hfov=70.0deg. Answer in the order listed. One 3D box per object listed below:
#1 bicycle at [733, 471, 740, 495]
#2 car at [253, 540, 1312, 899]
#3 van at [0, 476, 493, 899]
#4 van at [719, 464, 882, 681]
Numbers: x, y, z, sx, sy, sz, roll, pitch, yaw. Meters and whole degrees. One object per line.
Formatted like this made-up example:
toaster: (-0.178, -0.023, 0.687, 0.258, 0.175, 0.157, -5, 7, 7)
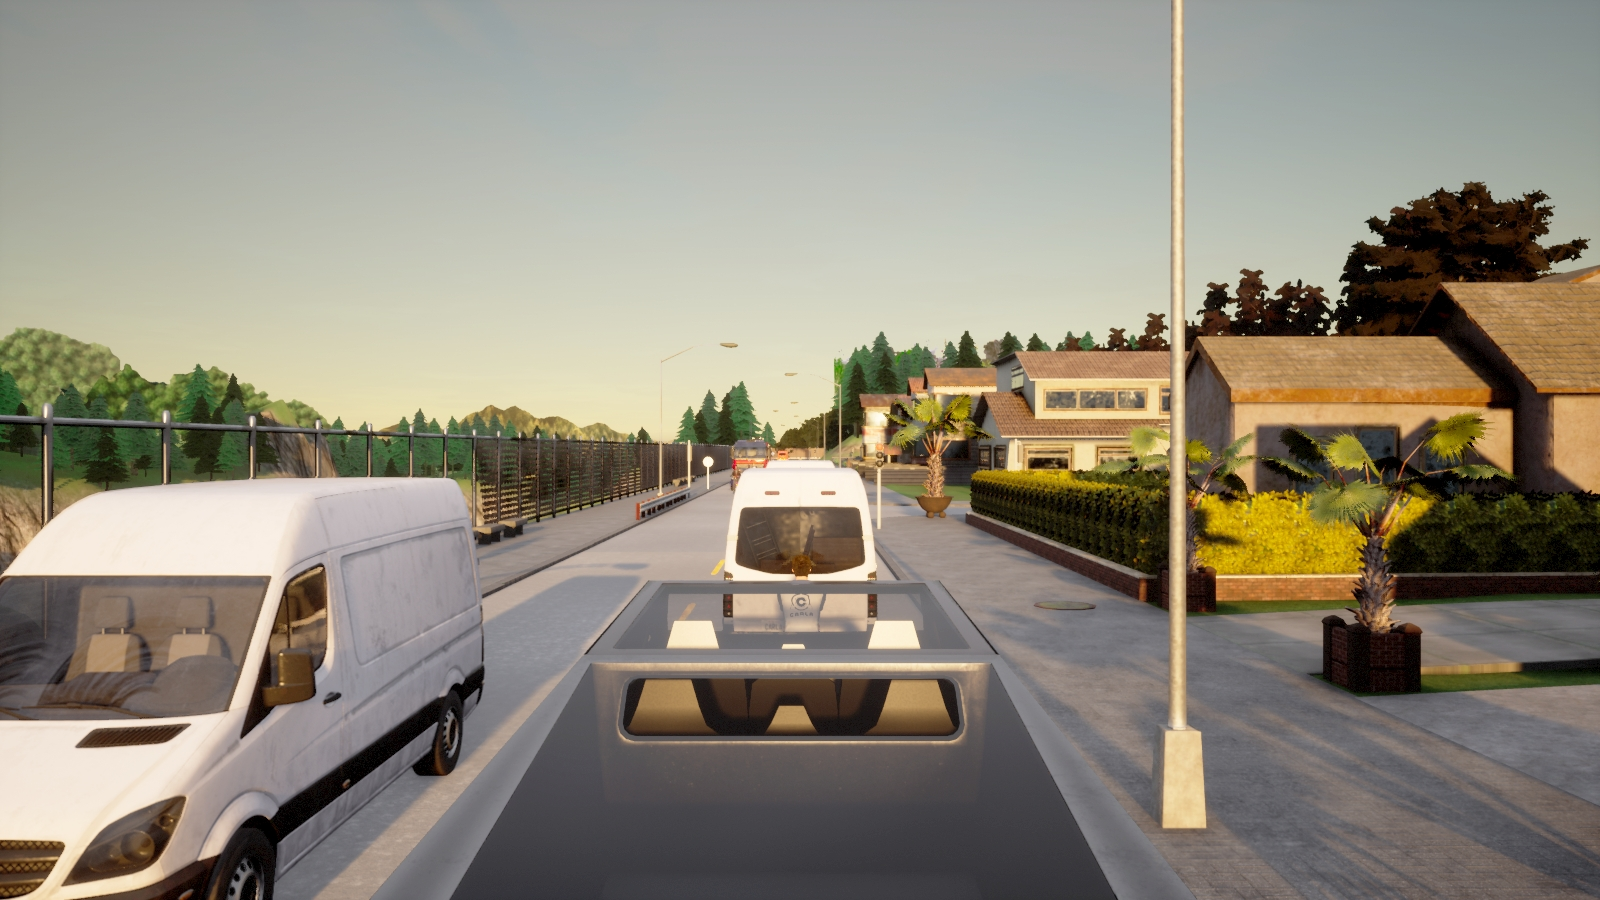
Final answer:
bicycle: (-3.968, 2.032, 70.982, 0.329, 1.471, 1.835, 0, 0, 0)
car: (-0.034, 1.751, 5.716, 2.390, 2.098, 6.274, 0, 0, 0)
van: (-3.993, 1.531, 8.183, 1.988, 2.561, 5.915, 0, 0, 0)
van: (0.009, 1.528, 16.844, 1.988, 2.561, 5.915, 0, 0, 0)
